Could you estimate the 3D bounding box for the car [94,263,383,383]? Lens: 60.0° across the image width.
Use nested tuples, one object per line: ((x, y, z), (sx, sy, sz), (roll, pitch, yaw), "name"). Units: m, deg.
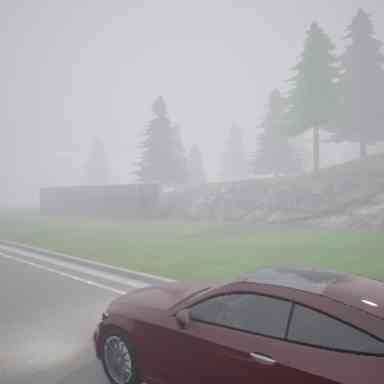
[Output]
((0.907, 1.548, 3.595), (4.674, 1.442, 1.812), (-1, 0, 38), "car")
